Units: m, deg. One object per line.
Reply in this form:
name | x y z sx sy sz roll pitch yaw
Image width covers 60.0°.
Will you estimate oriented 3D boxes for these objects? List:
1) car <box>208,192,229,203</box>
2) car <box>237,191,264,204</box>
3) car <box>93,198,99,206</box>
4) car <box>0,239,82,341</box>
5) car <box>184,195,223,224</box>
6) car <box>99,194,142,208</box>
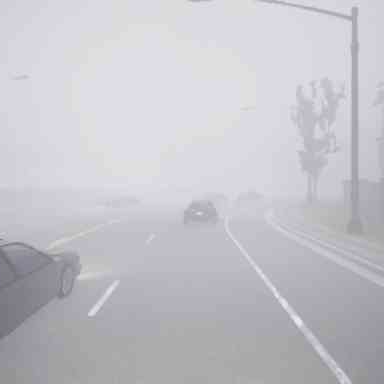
car | 2.918 0.739 40.007 1.994 1.385 4.181 0 1 30
car | 7.010 0.615 39.450 1.882 1.535 5.008 -1 1 31
car | -9.349 0.882 38.039 1.994 1.385 4.181 0 1 23
car | -3.398 1.451 5.049 2.033 1.411 5.357 0 1 0
car | 0.697 1.151 20.767 1.994 1.385 4.181 0 1 7
car | -7.132 0.961 34.407 1.895 1.301 4.718 0 1 20
